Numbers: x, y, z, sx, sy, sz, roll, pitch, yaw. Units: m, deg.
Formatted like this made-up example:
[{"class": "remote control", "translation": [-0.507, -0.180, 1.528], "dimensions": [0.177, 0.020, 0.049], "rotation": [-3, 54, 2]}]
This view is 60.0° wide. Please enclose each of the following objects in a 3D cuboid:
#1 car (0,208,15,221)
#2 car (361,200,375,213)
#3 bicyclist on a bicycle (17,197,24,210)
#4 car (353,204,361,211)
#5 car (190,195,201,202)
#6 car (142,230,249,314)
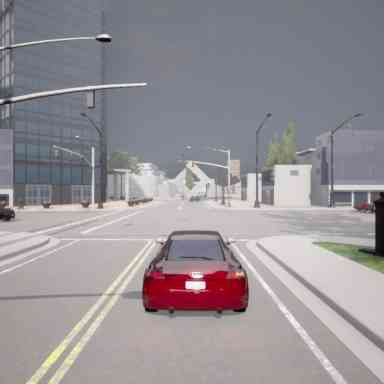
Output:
[{"class": "car", "translation": [-16.602, 1.587, 26.151], "dimensions": [5.008, 1.535, 1.882], "rotation": [-1, 0, 0]}, {"class": "car", "translation": [20.214, 1.553, 33.644], "dimensions": [4.718, 1.301, 1.895], "rotation": [0, 0, 0]}, {"class": "bicyclist on a bicycle", "translation": [-21.982, 1.466, 42.585], "dimensions": [0.582, 1.620, 1.656], "rotation": [-1, 0, 0]}, {"class": "car", "translation": [20.656, 1.553, 37.139], "dimensions": [4.718, 1.301, 1.895], "rotation": [0, 0, 0]}, {"class": "car", "translation": [0.772, 1.524, 77.317], "dimensions": [1.812, 1.442, 4.674], "rotation": [0, 0, 12]}, {"class": "car", "translation": [0.074, 1.564, 7.695], "dimensions": [1.994, 1.385, 4.181], "rotation": [0, 0, 0]}]
